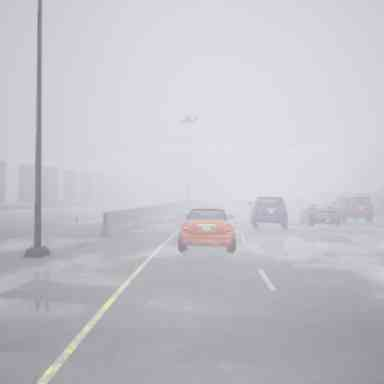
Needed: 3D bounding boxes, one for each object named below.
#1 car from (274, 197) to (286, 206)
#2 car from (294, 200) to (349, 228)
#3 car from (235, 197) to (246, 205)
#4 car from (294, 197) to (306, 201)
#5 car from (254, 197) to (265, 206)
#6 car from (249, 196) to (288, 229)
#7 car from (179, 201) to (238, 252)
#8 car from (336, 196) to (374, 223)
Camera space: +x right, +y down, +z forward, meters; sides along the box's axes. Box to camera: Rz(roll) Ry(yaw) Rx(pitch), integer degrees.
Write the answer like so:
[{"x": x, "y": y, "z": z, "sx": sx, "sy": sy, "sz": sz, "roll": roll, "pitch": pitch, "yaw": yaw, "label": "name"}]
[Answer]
[{"x": 15.795, "y": 1.713, "z": 59.822, "sx": 1.994, "sy": 1.385, "sz": 4.181, "roll": 1, "pitch": 0, "yaw": 12, "label": "car"}, {"x": 8.805, "y": 1.575, "z": 23.144, "sx": 2.128, "sy": 1.511, "sz": 4.902, "roll": 0, "pitch": 0, "yaw": 8, "label": "car"}, {"x": 8.877, "y": 1.609, "z": 60.963, "sx": 1.812, "sy": 1.442, "sz": 4.674, "roll": 1, "pitch": 0, "yaw": 12, "label": "car"}, {"x": 19.194, "y": 1.673, "z": 58.982, "sx": 2.128, "sy": 1.511, "sz": 4.902, "roll": 1, "pitch": 0, "yaw": 12, "label": "car"}, {"x": 12.355, "y": 1.622, "z": 60.482, "sx": 1.837, "sy": 1.490, "sz": 4.892, "roll": 0, "pitch": 0, "yaw": 12, "label": "car"}, {"x": 5.069, "y": 1.271, "z": 22.436, "sx": 2.150, "sy": 2.045, "sz": 5.566, "roll": 0, "pitch": 0, "yaw": 8, "label": "car"}, {"x": 0.707, "y": 1.358, "z": 14.190, "sx": 2.097, "sy": 1.767, "sz": 4.553, "roll": 1, "pitch": 0, "yaw": 5, "label": "car"}, {"x": 12.820, "y": 1.343, "z": 26.976, "sx": 2.150, "sy": 2.045, "sz": 5.566, "roll": 0, "pitch": 0, "yaw": 10, "label": "car"}]
